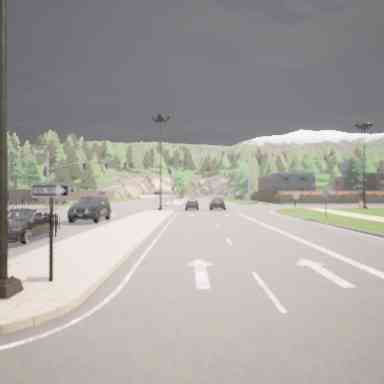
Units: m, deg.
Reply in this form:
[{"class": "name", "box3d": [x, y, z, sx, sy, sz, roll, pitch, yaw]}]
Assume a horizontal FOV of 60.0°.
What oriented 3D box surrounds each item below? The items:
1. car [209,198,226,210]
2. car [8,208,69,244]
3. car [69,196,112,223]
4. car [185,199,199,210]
[{"class": "car", "box3d": [3.543, 1.583, 46.916, 2.097, 1.767, 4.553, 0, 0, 0]}, {"class": "car", "box3d": [-8.100, 1.572, 16.151, 2.128, 1.511, 4.902, 0, 0, 0]}, {"class": "car", "box3d": [-8.081, 1.355, 26.881, 2.150, 2.045, 5.566, 0, 0, 1]}, {"class": "car", "box3d": [0.041, 1.723, 46.772, 2.128, 1.511, 4.902, 0, 0, 0]}]
